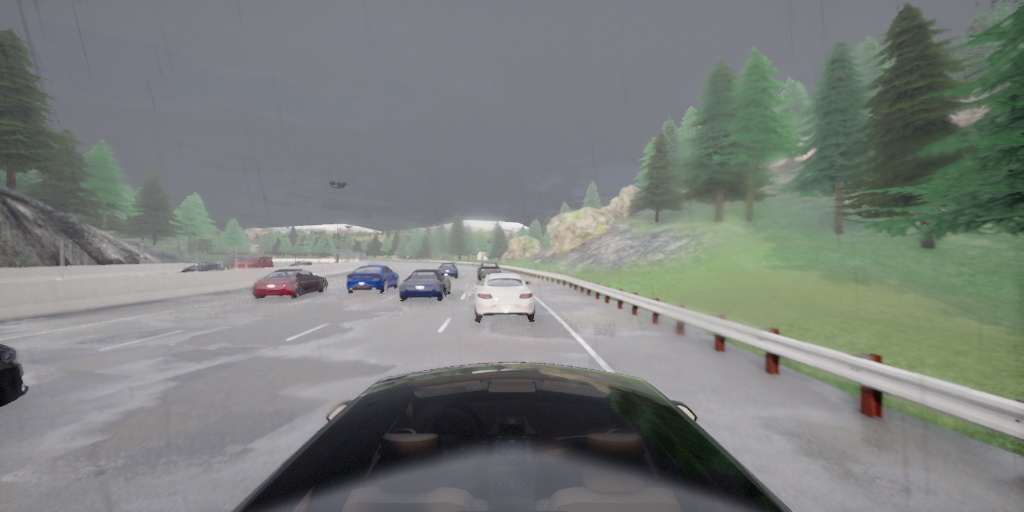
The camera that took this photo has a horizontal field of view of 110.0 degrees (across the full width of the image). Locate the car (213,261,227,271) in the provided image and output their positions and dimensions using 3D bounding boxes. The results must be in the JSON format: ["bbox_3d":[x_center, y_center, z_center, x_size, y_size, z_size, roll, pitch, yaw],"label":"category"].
[{"bbox_3d":[-32.843,1.117,43.144,2.150,2.045,5.566,0,0,-13],"label":"car"}]

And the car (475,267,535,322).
[{"bbox_3d":[-0.280,1.287,12.323,1.812,1.442,4.674,0,0,-3],"label":"car"}]

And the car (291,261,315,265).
[{"bbox_3d":[-25.966,1.338,44.439,2.128,1.511,4.902,0,0,-13],"label":"car"}]

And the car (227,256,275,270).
[{"bbox_3d":[-28.646,1.068,40.001,2.150,2.045,5.566,0,0,-11],"label":"car"}]

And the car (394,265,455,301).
[{"bbox_3d":[-4.144,1.338,17.613,1.994,1.385,4.181,0,0,-4],"label":"car"}]

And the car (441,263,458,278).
[{"bbox_3d":[-6.249,1.359,34.904,1.994,1.385,4.181,0,0,-9],"label":"car"}]

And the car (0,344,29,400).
[{"bbox_3d":[-6.980,1.256,2.386,2.128,1.511,4.902,0,0,0],"label":"car"}]

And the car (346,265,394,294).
[{"bbox_3d":[-7.942,1.262,20.865,1.882,1.535,5.008,0,0,-5],"label":"car"}]

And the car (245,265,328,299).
[{"bbox_3d":[-11.247,1.353,18.488,1.994,1.385,4.181,0,0,-5],"label":"car"}]

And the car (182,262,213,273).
[{"bbox_3d":[-36.259,1.453,42.382,2.033,1.411,5.357,0,0,-13],"label":"car"}]

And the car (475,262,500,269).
[{"bbox_3d":[-1.965,1.273,29.935,2.128,1.511,4.902,0,0,-8],"label":"car"}]
